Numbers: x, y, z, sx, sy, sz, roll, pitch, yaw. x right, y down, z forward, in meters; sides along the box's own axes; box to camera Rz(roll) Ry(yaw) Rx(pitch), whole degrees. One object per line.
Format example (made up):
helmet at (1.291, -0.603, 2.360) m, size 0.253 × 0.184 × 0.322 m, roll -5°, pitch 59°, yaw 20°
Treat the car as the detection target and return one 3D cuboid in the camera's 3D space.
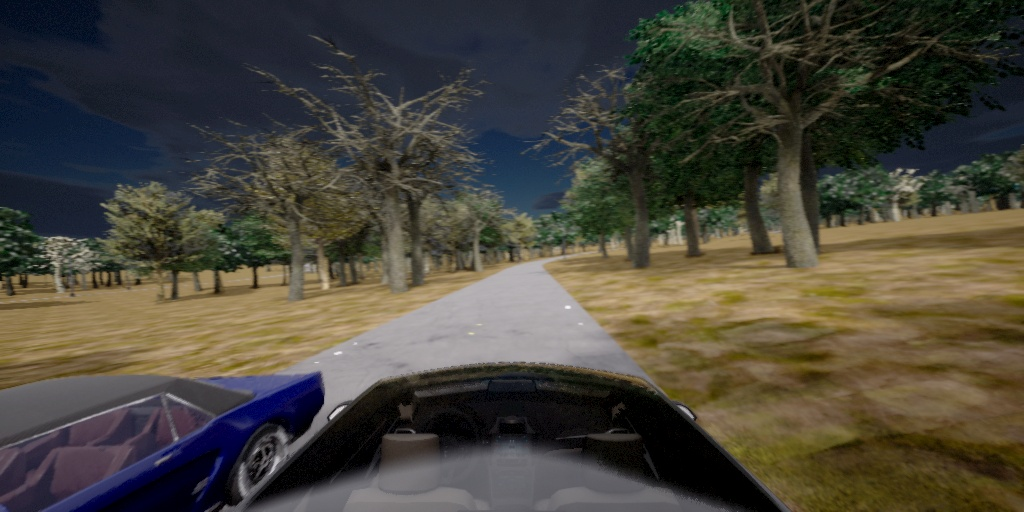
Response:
car at (-3.211, 1.576, 1.911) m, size 1.895 × 1.301 × 4.718 m, roll -4°, pitch 0°, yaw 4°
